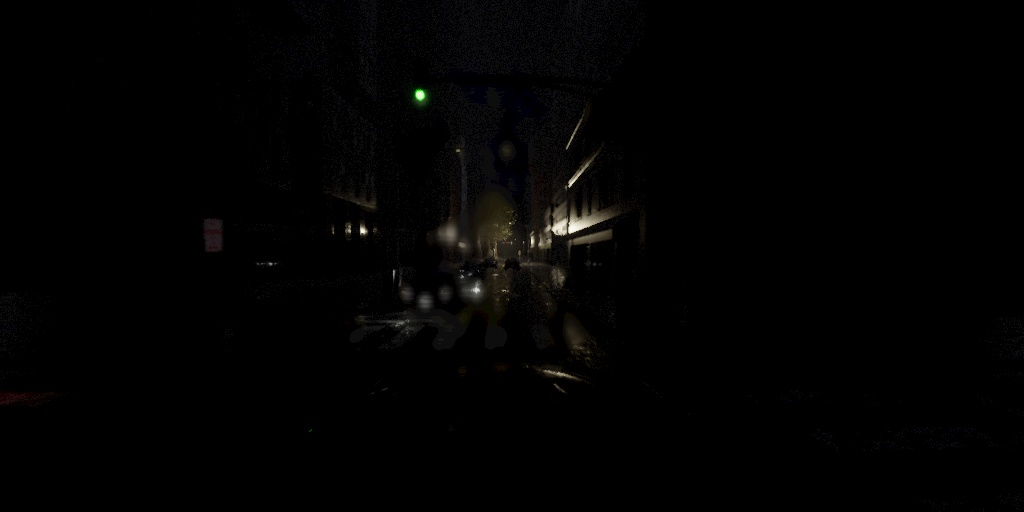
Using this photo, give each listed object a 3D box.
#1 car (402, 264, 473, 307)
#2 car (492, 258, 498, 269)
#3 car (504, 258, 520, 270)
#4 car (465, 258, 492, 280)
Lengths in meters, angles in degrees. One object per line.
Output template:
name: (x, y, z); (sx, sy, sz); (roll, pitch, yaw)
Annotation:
car: (-3.092, 1.233, 15.384); (2.033, 1.411, 5.357); (0, 0, 0)
car: (-3.004, 1.041, 49.529); (1.812, 1.442, 4.674); (0, 0, 0)
car: (0.009, 1.018, 45.968); (1.882, 1.535, 5.008); (0, 0, 0)
car: (-3.089, 1.111, 29.222); (2.128, 1.511, 4.902); (0, 0, 0)
